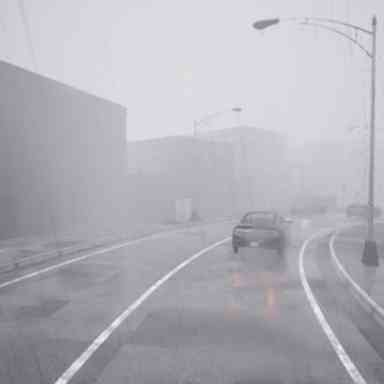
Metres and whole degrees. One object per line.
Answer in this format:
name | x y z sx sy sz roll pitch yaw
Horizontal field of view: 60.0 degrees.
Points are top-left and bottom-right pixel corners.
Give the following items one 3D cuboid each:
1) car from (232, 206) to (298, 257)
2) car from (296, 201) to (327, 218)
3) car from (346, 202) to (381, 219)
car | 2.898 1.527 13.329 2.128 1.511 4.902 1 0 20
car | 11.311 1.604 32.243 5.008 1.535 1.882 1 0 -45
car | 16.602 1.739 32.108 4.902 1.511 2.128 1 1 -43
